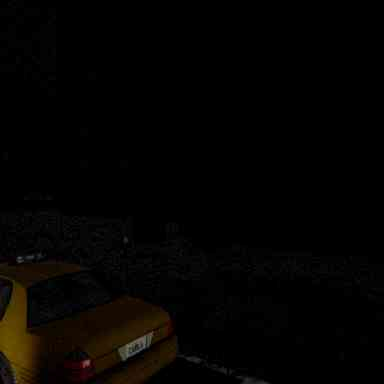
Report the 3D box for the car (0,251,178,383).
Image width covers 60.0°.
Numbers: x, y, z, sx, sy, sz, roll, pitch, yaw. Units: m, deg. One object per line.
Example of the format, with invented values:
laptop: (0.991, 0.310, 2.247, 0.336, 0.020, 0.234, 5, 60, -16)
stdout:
car: (-2.442, 1.525, 4.701, 4.829, 1.417, 1.752, 0, 0, 35)
